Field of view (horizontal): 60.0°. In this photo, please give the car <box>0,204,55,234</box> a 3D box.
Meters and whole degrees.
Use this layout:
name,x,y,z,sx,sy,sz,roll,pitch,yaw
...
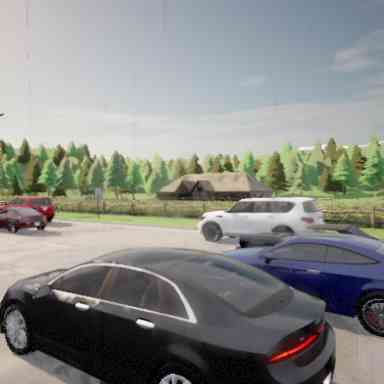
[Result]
name,x,y,z,sx,sy,sz,roll,pitch,yaw
car,-10.629,1.652,20.144,4.674,1.442,1.812,0,0,35

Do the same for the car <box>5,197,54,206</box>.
name,x,y,z,sx,sy,sz,roll,pitch,yaw
car,-13.095,1.382,26.216,5.566,2.045,2.150,0,0,35

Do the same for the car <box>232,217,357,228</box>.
name,x,y,z,sx,sy,sz,roll,pitch,yaw
car,3.726,1.617,9.931,4.718,1.301,1.895,0,0,35

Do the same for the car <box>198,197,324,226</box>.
name,x,y,z,sx,sy,sz,roll,pitch,yaw
car,2.929,1.260,14.796,5.566,2.045,2.150,0,0,35

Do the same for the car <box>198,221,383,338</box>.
name,x,y,z,sx,sy,sz,roll,pitch,yaw
car,2.382,1.537,6.591,4.674,1.442,1.812,0,0,35

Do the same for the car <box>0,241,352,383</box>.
name,x,y,z,sx,sy,sz,roll,pitch,yaw
car,-0.718,1.524,4.501,4.892,1.490,1.837,0,0,35
